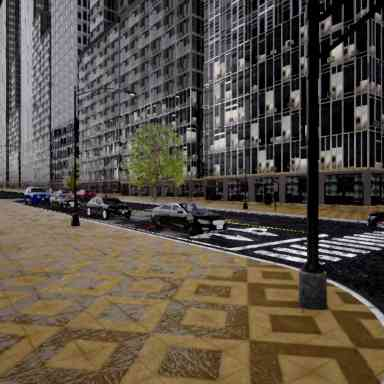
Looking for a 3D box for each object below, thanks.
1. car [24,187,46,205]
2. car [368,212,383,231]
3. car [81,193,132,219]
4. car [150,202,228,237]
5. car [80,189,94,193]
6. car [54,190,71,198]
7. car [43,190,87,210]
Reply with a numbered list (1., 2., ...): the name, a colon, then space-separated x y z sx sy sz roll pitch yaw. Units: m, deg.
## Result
1. car: -18.866 0.433 40.572 2.150 2.045 5.566 0 1 -38
2. car: 11.998 1.430 17.665 4.674 1.442 1.812 2 3 35
3. car: -6.111 1.097 24.208 1.837 1.490 4.892 0 1 -38
4. car: -0.268 1.257 16.776 2.128 1.511 4.902 0 1 -38
5. car: -17.741 0.352 55.208 2.097 1.767 4.553 0 1 -39
6. car: -25.299 0.299 64.873 1.812 1.442 4.674 0 1 -38
7. car: -12.347 0.899 32.167 2.128 1.511 4.902 0 1 -38
